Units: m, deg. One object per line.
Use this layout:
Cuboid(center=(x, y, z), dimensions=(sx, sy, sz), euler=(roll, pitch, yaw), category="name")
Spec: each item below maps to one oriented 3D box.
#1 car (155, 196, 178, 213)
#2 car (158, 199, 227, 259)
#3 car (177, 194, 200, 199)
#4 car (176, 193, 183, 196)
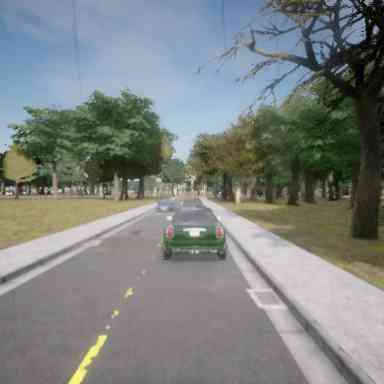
Cuboid(center=(-2.847, 1.454, 36.255), dimensions=(1.812, 1.442, 4.674), euler=(0, 0, 0), category="car")
Cuboid(center=(0.090, 1.327, 12.587), dimensions=(2.097, 1.767, 4.553), euler=(0, 0, 0), category="car")
Cuboid(center=(0.090, 1.296, 28.347), dimensions=(2.097, 1.767, 4.553), euler=(0, 0, 0), category="car")
Cuboid(center=(-2.757, 0.975, 77.869), dimensions=(2.097, 1.767, 4.553), euler=(0, 0, 0), category="car")
